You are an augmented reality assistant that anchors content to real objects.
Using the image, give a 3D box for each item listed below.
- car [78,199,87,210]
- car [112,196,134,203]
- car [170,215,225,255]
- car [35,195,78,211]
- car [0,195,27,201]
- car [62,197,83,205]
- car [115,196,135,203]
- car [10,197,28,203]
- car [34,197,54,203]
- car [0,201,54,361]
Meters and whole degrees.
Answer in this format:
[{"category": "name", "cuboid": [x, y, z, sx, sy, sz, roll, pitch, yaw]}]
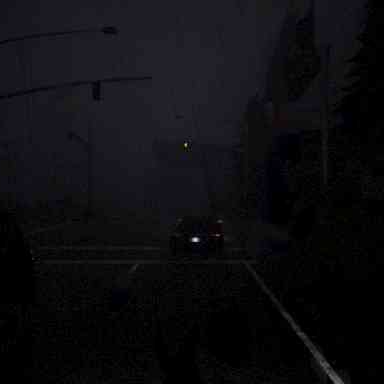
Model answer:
[{"category": "car", "cuboid": [-16.179, 1.647, 44.567, 3.806, 1.475, 1.970, 0, 0, -1]}, {"category": "car", "cuboid": [-16.430, 1.835, 78.823, 5.027, 1.636, 2.152, 0, 0, -1]}, {"category": "car", "cuboid": [0.303, 1.622, 13.727, 1.994, 1.385, 4.181, 1, 1, 5]}, {"category": "car", "cuboid": [-16.771, 1.342, 41.241, 3.866, 1.878, 1.905, 0, 0, -1]}, {"category": "car", "cuboid": [-24.658, 1.383, 44.482, 4.605, 1.855, 1.932, 0, 0, -1]}, {"category": "car", "cuboid": [-24.035, 1.749, 66.933, 3.633, 1.501, 1.845, 0, 0, -1]}, {"category": "car", "cuboid": [-16.501, 1.864, 81.960, 4.514, 1.523, 2.007, 0, 0, -1]}, {"category": "car", "cuboid": [-42.534, 1.898, 81.798, 3.633, 1.501, 1.845, 0, 0, -1]}, {"category": "car", "cuboid": [-35.096, 1.890, 78.861, 3.806, 1.475, 1.970, 0, 0, -1]}, {"category": "car", "cuboid": [-3.556, 1.237, 3.056, 2.150, 2.045, 5.566, 0, 0, 0]}]
